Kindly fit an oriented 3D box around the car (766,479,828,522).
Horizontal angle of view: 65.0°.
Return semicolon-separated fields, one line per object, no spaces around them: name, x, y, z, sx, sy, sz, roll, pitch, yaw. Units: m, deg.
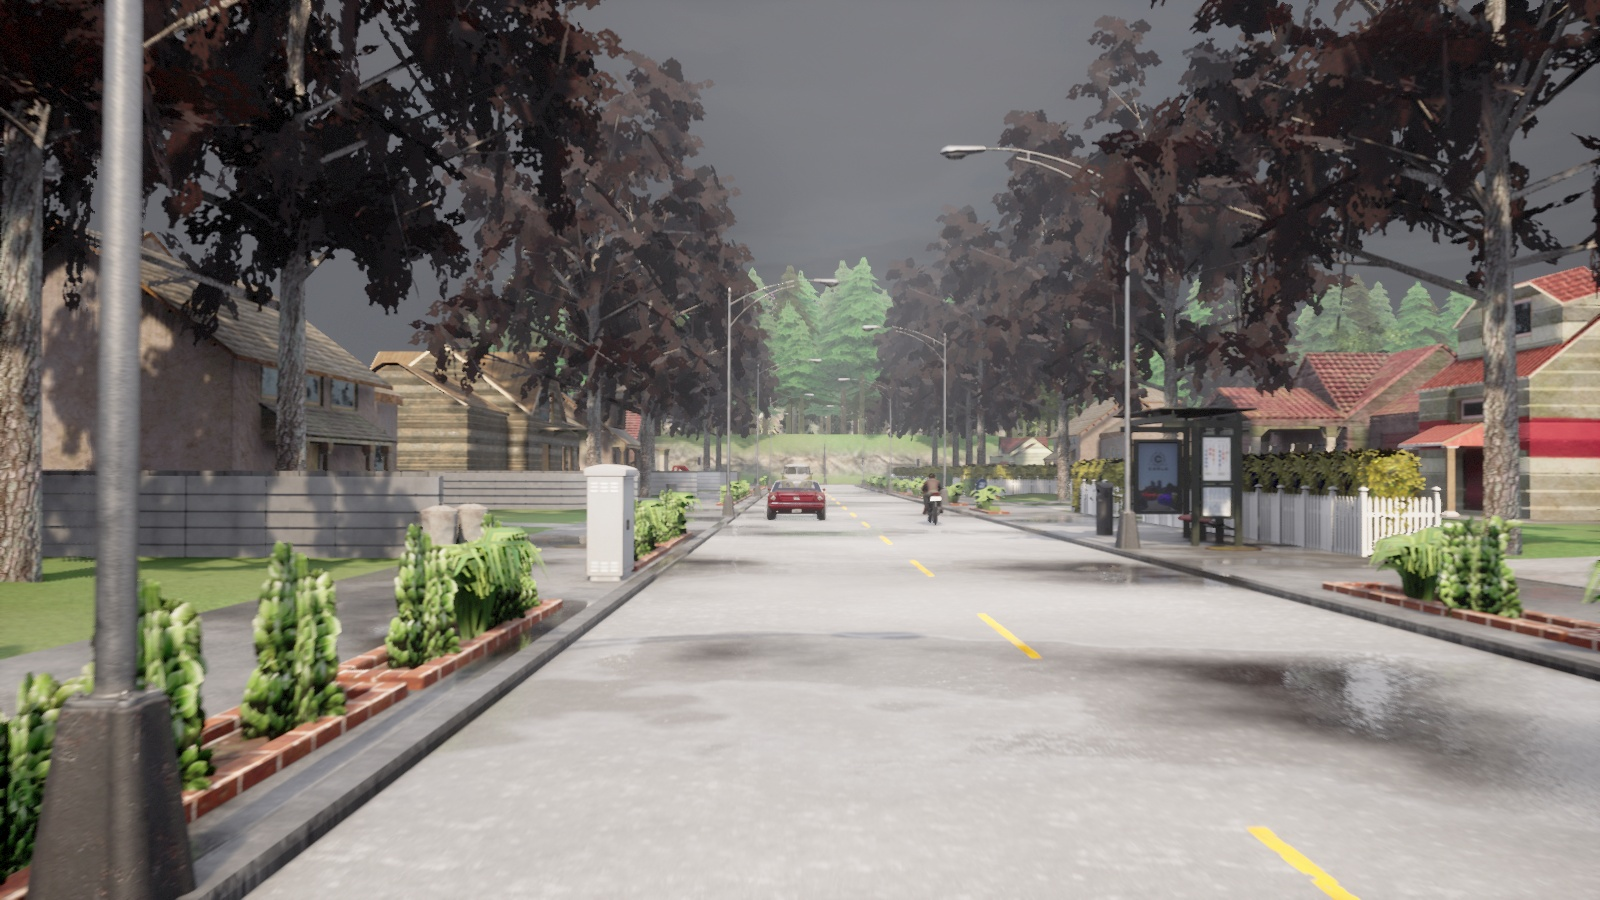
car;-0.098;1.601;40.971;1.895;1.301;4.718;0;-1;0

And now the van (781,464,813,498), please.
van;-0.177;1.805;73.903;1.775;1.987;4.442;0;-1;0

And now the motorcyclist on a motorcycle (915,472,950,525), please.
motorcyclist on a motorcycle;3.910;1.404;37.197;0.797;1.523;2.044;0;-1;0
